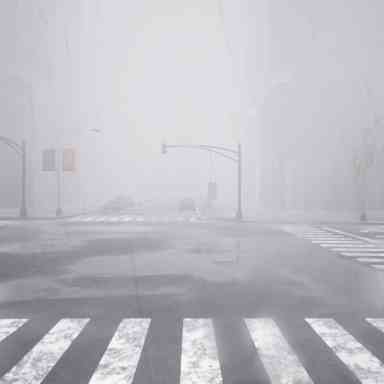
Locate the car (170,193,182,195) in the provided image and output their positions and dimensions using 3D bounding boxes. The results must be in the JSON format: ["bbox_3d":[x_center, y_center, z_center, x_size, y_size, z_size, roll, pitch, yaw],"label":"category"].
[{"bbox_3d":[-3.507,1.559,75.629,1.837,1.490,4.892,0,0,0],"label":"car"}]

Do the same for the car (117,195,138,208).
[{"bbox_3d":[-9.112,1.336,44.436,2.192,1.841,5.009,0,0,0],"label":"car"}]

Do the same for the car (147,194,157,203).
[{"bbox_3d":[-9.252,1.669,71.565,1.802,1.307,4.206,0,0,0],"label":"car"}]

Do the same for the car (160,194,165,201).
[{"bbox_3d":[-9.365,1.696,93.268,1.887,1.381,4.507,0,0,0],"label":"car"}]

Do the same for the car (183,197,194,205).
[{"bbox_3d":[-0.671,1.603,60.750,1.887,1.381,4.507,0,0,0],"label":"car"}]

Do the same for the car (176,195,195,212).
[{"bbox_3d":[-0.559,1.448,39.051,1.967,1.590,4.097,0,0,0],"label":"car"}]

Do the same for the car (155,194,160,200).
[{"bbox_3d":[-9.281,1.417,76.992,2.192,1.841,5.009,0,0,0],"label":"car"}]

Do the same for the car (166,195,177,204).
[{"bbox_3d":[-3.456,1.672,65.662,1.895,1.301,4.718,0,0,0],"label":"car"}]

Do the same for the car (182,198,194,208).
[{"bbox_3d":[-0.615,1.615,49.900,1.802,1.307,4.206,0,0,0],"label":"car"}]

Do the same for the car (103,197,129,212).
[{"bbox_3d":[-9.083,1.574,39.009,1.947,1.339,4.313,0,0,0],"label":"car"}]

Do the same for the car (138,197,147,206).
[{"bbox_3d":[-9.167,1.570,55.117,1.752,1.417,4.829,0,0,0],"label":"car"}]

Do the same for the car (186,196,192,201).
[{"bbox_3d":[-0.841,1.696,93.300,1.887,1.381,4.507,0,0,0],"label":"car"}]

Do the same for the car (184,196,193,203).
[{"bbox_3d":[-0.728,1.613,71.770,1.752,1.417,4.829,0,0,0],"label":"car"}]
